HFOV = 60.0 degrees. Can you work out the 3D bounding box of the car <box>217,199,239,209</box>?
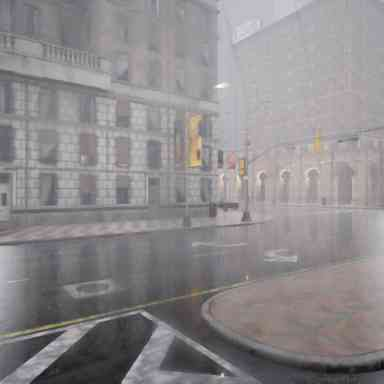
[{"bbox_3d":[4.027,1.601,43.907,1.895,1.301,4.718,0,0,-36],"label":"car"}]
